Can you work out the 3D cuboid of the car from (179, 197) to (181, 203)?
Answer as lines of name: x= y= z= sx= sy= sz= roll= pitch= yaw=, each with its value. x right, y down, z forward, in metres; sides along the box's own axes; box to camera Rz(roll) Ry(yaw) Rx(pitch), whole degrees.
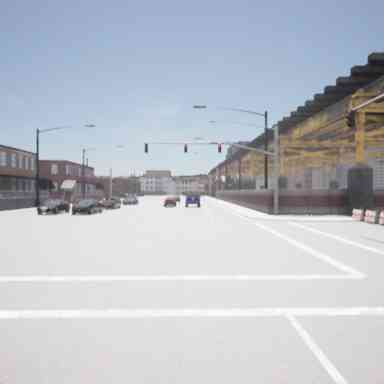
car: x=-3.420 y=1.508 z=71.030 sx=2.033 sy=1.411 sz=5.357 roll=0 pitch=0 yaw=0

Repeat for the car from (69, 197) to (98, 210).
car: x=-14.059 y=1.468 z=43.390 sx=2.128 sy=1.511 sz=4.902 roll=0 pitch=0 yaw=0

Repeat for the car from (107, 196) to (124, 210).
car: x=-10.562 y=1.481 z=43.318 sx=1.837 sy=1.490 sz=4.892 roll=0 pitch=0 yaw=0

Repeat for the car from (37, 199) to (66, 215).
car: x=-14.068 y=1.473 z=34.025 sx=2.128 sy=1.511 sz=4.902 roll=0 pitch=0 yaw=0

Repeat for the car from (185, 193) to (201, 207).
car: x=0.135 y=1.195 z=50.729 sx=2.150 sy=2.045 sz=5.566 roll=0 pitch=0 yaw=0

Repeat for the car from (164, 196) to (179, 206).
car: x=-3.377 y=1.498 z=52.516 sx=1.812 sy=1.442 sz=4.674 roll=0 pitch=0 yaw=0

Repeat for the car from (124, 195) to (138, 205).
car: x=-10.531 y=1.323 z=57.019 sx=2.097 sy=1.767 sz=4.553 roll=0 pitch=0 yaw=0

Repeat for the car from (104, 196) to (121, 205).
car: x=-14.018 y=1.494 z=58.635 sx=1.812 sy=1.442 sz=4.674 roll=0 pitch=0 yaw=1

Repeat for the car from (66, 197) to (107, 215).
car: x=-10.568 y=1.460 z=33.835 sx=1.882 sy=1.535 sz=5.008 roll=0 pitch=0 yaw=2
